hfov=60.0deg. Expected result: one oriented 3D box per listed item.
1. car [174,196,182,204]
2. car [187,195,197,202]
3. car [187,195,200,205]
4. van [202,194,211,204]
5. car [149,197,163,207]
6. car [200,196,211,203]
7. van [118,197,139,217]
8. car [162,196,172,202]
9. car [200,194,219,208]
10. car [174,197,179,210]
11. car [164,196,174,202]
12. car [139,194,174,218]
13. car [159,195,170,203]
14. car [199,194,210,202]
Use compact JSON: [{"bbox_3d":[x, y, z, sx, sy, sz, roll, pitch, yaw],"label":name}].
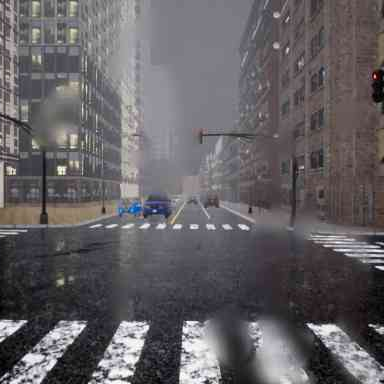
[{"bbox_3d":[-2.945,1.549,62.793,1.812,1.442,4.674,0,0,0],"label":"car"},{"bbox_3d":[0.074,1.419,70.105,2.033,1.411,5.357,0,0,0],"label":"car"},{"bbox_3d":[0.065,1.623,60.129,1.895,1.301,4.718,0,0,0],"label":"car"},{"bbox_3d":[2.754,1.366,63.908,1.690,1.788,3.998,0,0,0],"label":"van"},{"bbox_3d":[-5.637,1.542,52.643,1.752,1.417,4.829,0,0,0],"label":"car"},{"bbox_3d":[2.761,1.579,69.458,2.008,1.369,4.403,0,0,0],"label":"car"},{"bbox_3d":[-5.660,1.347,30.609,1.690,1.788,3.998,0,0,0],"label":"van"},{"bbox_3d":[-5.615,1.559,74.847,1.752,1.417,4.829,0,0,0],"label":"car"},{"bbox_3d":[2.737,1.329,47.255,2.192,1.841,5.009,0,0,0],"label":"car"},{"bbox_3d":[-3.052,1.613,42.942,1.895,1.301,4.718,0,0,0],"label":"car"},{"bbox_3d":[-5.609,1.589,80.568,2.008,1.369,4.403,0,0,0],"label":"car"},{"bbox_3d":[-3.077,1.227,30.279,2.150,2.045,5.566,0,0,0],"label":"car"},{"bbox_3d":[-5.620,1.469,69.466,1.967,1.590,4.097,0,0,0],"label":"car"},{"bbox_3d":[2.765,1.348,75.009,2.192,1.841,5.009,0,0,0],"label":"car"}]
